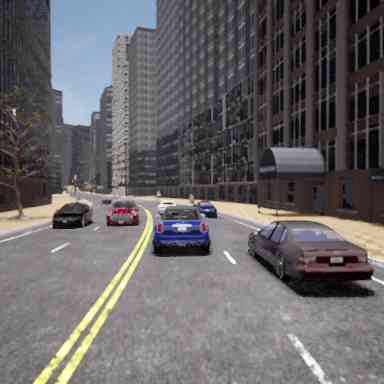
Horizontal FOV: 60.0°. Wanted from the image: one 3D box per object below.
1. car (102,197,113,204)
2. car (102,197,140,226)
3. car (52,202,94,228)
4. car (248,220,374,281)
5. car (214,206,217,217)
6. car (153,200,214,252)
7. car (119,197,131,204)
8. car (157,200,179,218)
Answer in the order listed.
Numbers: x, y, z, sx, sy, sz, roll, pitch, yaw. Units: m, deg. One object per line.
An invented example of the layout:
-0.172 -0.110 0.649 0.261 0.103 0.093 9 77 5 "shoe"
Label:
-16.064 1.603 62.919 1.895 1.301 4.718 0 0 -16 "car"
-4.795 1.359 23.564 2.097 1.767 4.553 0 0 -7 "car"
-7.931 1.496 22.489 1.882 1.535 5.008 0 0 -6 "car"
3.053 1.537 9.810 2.033 1.411 5.357 0 0 -3 "car"
1.034 1.543 30.886 1.994 1.385 4.181 0 0 -8 "car"
-0.485 1.348 14.060 2.097 1.767 4.553 0 0 -3 "car"
-12.973 1.578 63.944 1.895 1.301 4.718 0 0 -16 "car"
-2.356 1.518 31.672 1.812 1.442 4.674 0 0 -8 "car"
